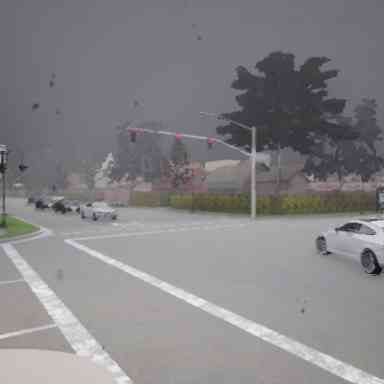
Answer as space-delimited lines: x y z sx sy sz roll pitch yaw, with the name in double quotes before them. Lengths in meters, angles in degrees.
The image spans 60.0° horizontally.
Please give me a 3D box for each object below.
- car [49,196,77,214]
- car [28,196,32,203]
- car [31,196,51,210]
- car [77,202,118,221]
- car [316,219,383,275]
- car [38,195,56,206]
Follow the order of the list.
"car" -13.283 1.536 35.479 2.128 1.511 4.902 0 0 -36
"car" -31.609 1.575 66.878 2.128 1.511 4.902 0 0 -36
"car" -19.051 1.535 43.442 2.128 1.511 4.902 0 0 -36
"car" -7.880 1.571 28.038 1.812 1.442 4.674 0 0 -36
"car" 5.700 1.577 10.538 1.812 1.442 4.674 1 0 -4
"car" -25.705 1.413 58.909 2.097 1.767 4.553 0 0 -36
